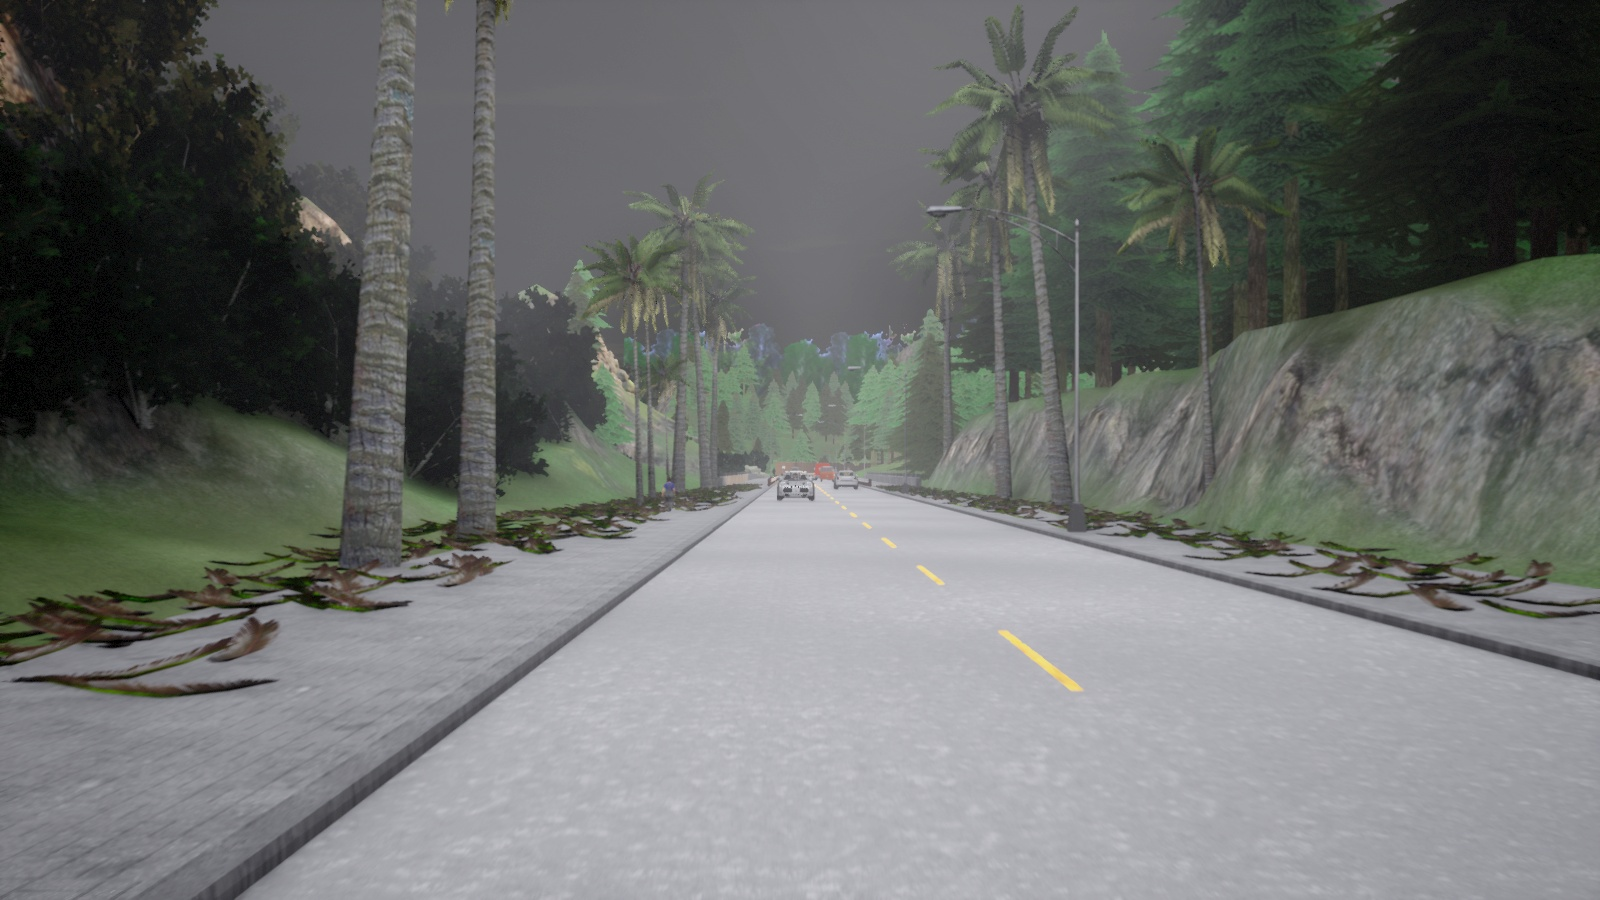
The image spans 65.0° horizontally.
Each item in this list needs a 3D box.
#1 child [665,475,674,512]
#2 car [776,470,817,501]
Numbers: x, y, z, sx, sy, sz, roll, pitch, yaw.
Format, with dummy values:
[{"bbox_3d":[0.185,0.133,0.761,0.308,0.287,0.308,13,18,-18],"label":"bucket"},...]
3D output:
[{"bbox_3d":[-4.443,1.471,42.822,0.270,1.263,0.437,0,-1,0],"label":"child"},{"bbox_3d":[-0.192,1.746,62.825,1.970,1.475,3.806,0,-1,0],"label":"car"}]
